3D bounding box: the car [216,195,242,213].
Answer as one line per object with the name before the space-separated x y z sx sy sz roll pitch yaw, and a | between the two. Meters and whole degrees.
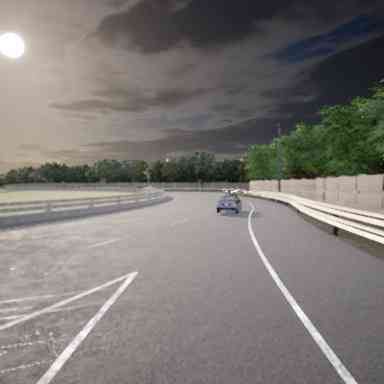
car | 3.213 0.988 28.447 2.033 1.411 5.357 0 1 12
